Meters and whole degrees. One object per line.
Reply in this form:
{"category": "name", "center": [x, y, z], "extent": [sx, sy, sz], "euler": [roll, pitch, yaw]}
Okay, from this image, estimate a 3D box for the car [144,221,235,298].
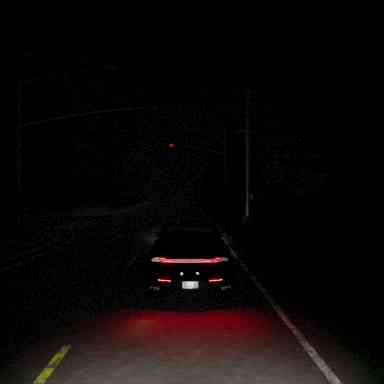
{"category": "car", "center": [-0.071, 1.492, 8.530], "extent": [2.128, 1.511, 4.902], "euler": [0, 0, -1]}
